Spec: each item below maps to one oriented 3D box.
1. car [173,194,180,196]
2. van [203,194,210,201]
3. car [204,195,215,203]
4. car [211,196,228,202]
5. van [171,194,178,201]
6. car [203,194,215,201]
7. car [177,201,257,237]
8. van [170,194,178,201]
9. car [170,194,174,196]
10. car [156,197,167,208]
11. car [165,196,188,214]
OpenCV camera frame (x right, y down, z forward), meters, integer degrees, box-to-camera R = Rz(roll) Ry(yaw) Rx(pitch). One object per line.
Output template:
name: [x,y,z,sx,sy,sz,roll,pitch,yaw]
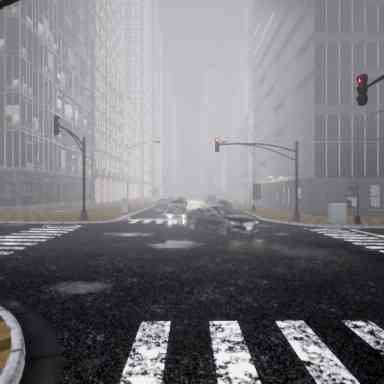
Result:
car: [-1.714,1.510,52.928,1.837,1.490,4.892,0,0,0]
van: [3.502,1.321,80.486,1.690,1.788,3.998,0,0,0]
car: [3.578,1.432,69.432,1.967,1.590,4.097,0,0,0]
car: [3.817,1.579,41.795,1.947,1.339,4.313,0,0,0]
van: [-4.416,1.315,85.960,1.690,1.788,3.998,0,0,0]
car: [3.616,1.313,63.903,2.192,1.841,5.009,0,0,0]
car: [1.492,1.516,18.455,2.128,1.511,4.902,0,0,-33]
van: [-4.378,1.321,80.432,1.690,1.788,3.998,0,0,0]
car: [-4.264,1.564,63.850,1.947,1.339,4.313,0,0,0]
car: [-4.150,1.592,47.267,1.802,1.307,4.206,0,0,0]
car: [-1.611,1.541,36.310,1.812,1.442,4.674,0,0,0]
